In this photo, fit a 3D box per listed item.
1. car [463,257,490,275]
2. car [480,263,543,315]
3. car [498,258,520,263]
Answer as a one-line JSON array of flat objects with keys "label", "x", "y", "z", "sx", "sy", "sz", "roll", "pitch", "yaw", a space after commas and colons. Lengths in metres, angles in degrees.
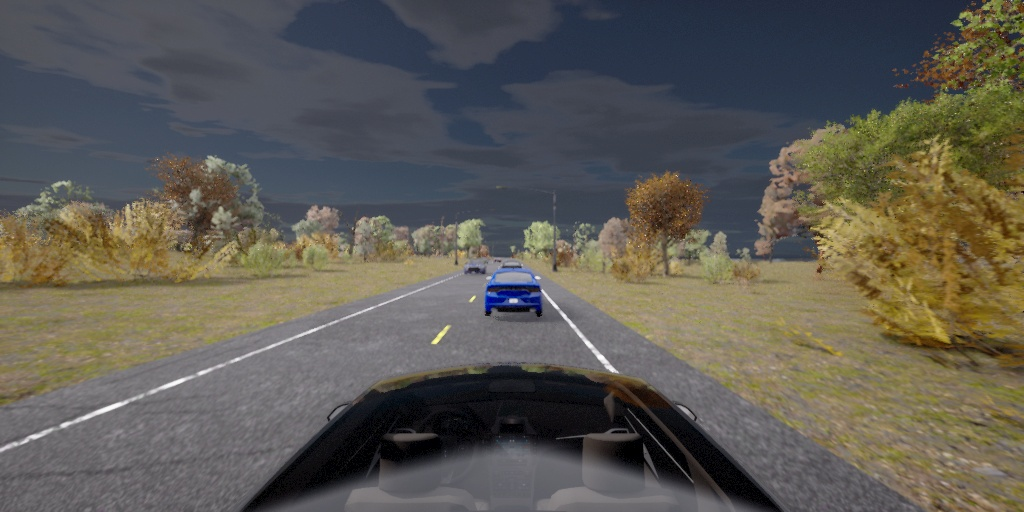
[{"label": "car", "x": -3.730, "y": 1.023, "z": 37.027, "sx": 2.097, "sy": 1.767, "sz": 4.553, "roll": 0, "pitch": 0, "yaw": 0}, {"label": "car", "x": 0.048, "y": 1.199, "z": 13.365, "sx": 1.882, "sy": 1.535, "sz": 5.008, "roll": 0, "pitch": 0, "yaw": 0}, {"label": "car", "x": -0.018, "y": 1.158, "z": 31.905, "sx": 1.882, "sy": 1.535, "sz": 5.008, "roll": 0, "pitch": 0, "yaw": 0}]
